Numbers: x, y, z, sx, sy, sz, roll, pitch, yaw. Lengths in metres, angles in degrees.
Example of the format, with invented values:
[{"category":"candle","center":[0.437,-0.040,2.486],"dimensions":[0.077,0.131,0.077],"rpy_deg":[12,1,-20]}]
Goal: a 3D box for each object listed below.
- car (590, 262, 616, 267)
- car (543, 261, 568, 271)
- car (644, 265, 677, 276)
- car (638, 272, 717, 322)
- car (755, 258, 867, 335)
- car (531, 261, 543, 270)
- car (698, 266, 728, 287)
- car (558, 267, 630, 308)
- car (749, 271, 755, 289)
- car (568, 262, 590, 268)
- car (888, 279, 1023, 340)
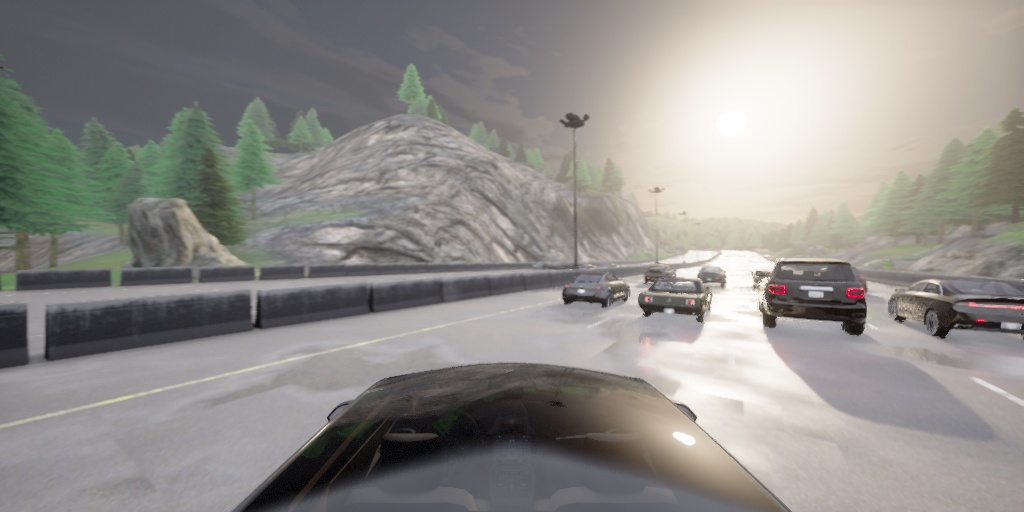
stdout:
[{"category":"car","center":[13.266,1.544,50.743],"dimensions":[2.128,1.511,4.902],"rpy_deg":[0,0,33]},{"category":"car","center":[7.070,1.477,54.031],"dimensions":[1.882,1.535,5.008],"rpy_deg":[0,0,33]},{"category":"car","center":[11.933,1.463,28.753],"dimensions":[1.837,1.490,4.892],"rpy_deg":[0,0,33]},{"category":"car","center":[6.075,1.439,12.987],"dimensions":[1.895,1.301,4.718],"rpy_deg":[0,0,33]},{"category":"car","center":[9.243,1.089,11.439],"dimensions":[2.150,2.045,5.566],"rpy_deg":[0,0,33]},{"category":"car","center":[4.836,1.477,57.011],"dimensions":[2.128,1.511,4.902],"rpy_deg":[0,0,33]},{"category":"car","center":[15.340,1.515,27.583],"dimensions":[1.812,1.442,4.674],"rpy_deg":[0,0,33]},{"category":"car","center":[3.839,1.388,15.983],"dimensions":[1.994,1.385,4.181],"rpy_deg":[0,0,33]},{"category":"car","center":[17.797,1.497,24.931],"dimensions":[2.128,1.511,4.902],"rpy_deg":[0,0,33]},{"category":"car","center":[10.412,1.594,52.774],"dimensions":[1.994,1.385,4.181],"rpy_deg":[0,0,33]},{"category":"car","center":[12.546,1.386,10.111],"dimensions":[2.128,1.511,4.902],"rpy_deg":[0,0,33]}]
